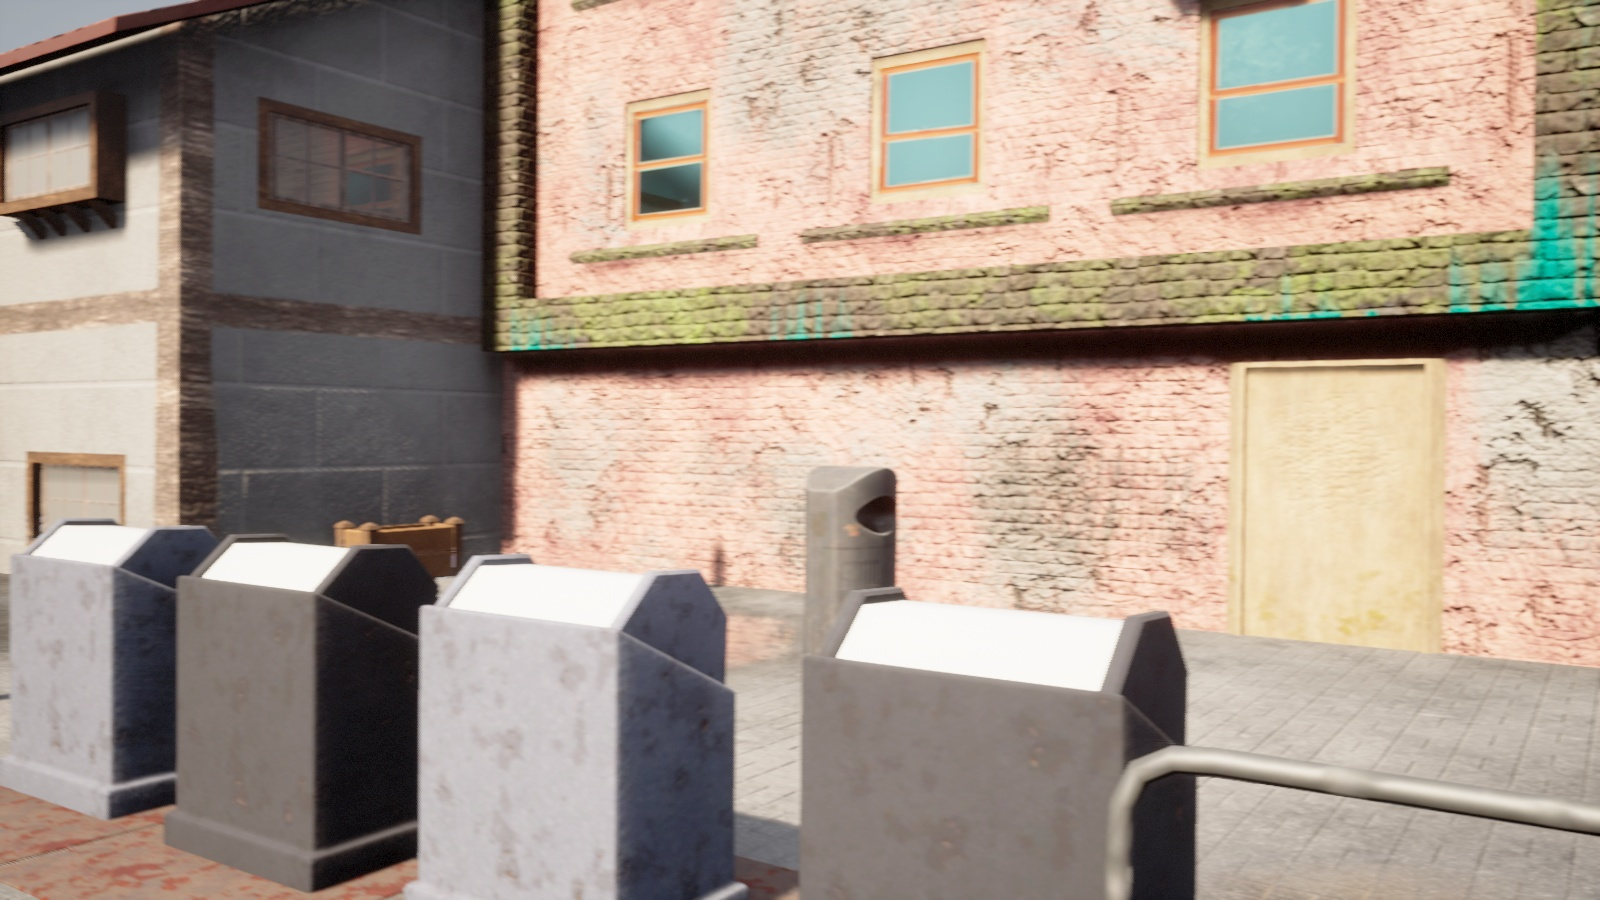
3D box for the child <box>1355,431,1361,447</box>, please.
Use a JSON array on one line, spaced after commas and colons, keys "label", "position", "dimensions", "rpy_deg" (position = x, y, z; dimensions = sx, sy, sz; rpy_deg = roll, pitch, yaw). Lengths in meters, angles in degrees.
[{"label": "child", "position": [39.154, -0.752, 88.131], "dimensions": [0.394, 1.110, 0.255], "rpy_deg": [0, 1, 32]}]
